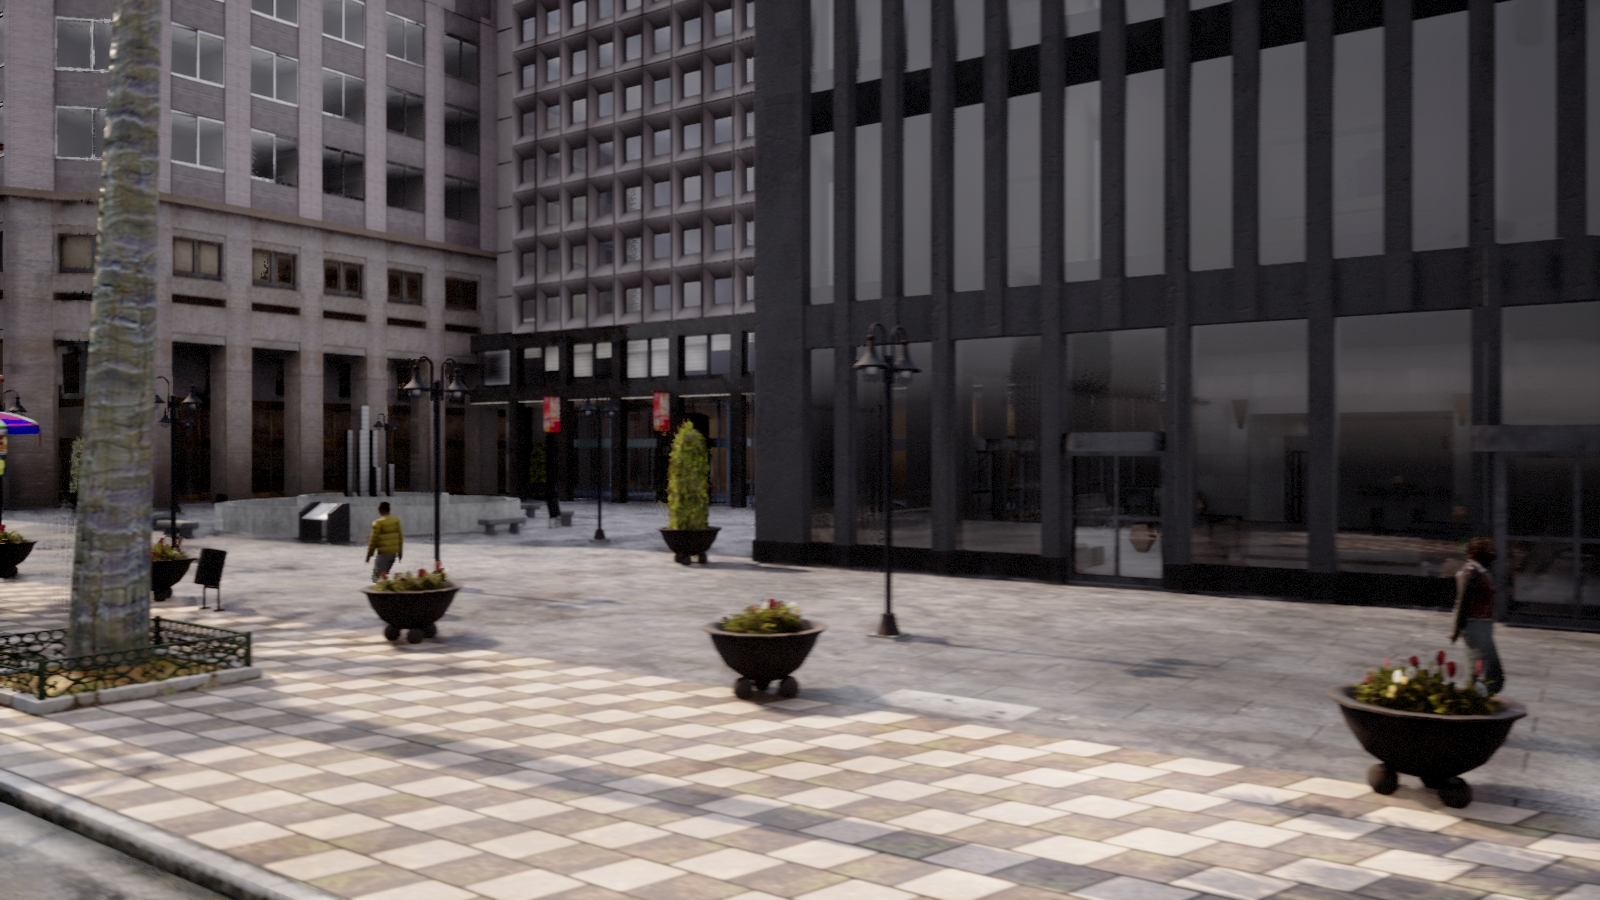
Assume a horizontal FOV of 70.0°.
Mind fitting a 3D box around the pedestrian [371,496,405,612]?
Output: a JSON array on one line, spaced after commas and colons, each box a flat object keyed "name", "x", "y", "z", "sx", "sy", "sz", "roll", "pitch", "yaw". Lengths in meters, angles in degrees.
[{"name": "pedestrian", "x": -6.772, "y": 1.701, "z": 18.764, "sx": 0.375, "sy": 1.860, "sz": 0.375, "roll": 0, "pitch": 0, "yaw": 34}]

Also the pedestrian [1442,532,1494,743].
[{"name": "pedestrian", "x": 6.170, "y": 1.704, "z": 10.550, "sx": 0.375, "sy": 1.860, "sz": 0.375, "roll": 0, "pitch": 0, "yaw": 37}]
